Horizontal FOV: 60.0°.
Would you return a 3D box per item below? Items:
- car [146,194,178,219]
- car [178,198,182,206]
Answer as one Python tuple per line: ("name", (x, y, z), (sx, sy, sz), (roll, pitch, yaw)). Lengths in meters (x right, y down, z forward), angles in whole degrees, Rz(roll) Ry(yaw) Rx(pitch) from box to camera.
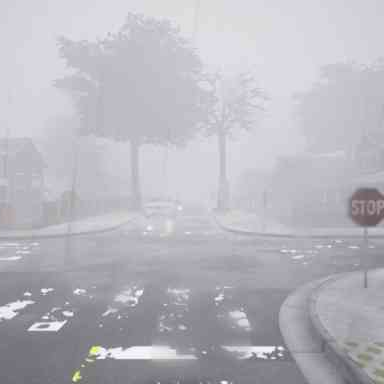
("car", (-2.733, 1.254, 29.730), (2.150, 2.045, 5.566), (0, 0, 0))
("car", (-2.719, 1.569, 54.929), (1.895, 1.301, 4.718), (0, 0, 0))
